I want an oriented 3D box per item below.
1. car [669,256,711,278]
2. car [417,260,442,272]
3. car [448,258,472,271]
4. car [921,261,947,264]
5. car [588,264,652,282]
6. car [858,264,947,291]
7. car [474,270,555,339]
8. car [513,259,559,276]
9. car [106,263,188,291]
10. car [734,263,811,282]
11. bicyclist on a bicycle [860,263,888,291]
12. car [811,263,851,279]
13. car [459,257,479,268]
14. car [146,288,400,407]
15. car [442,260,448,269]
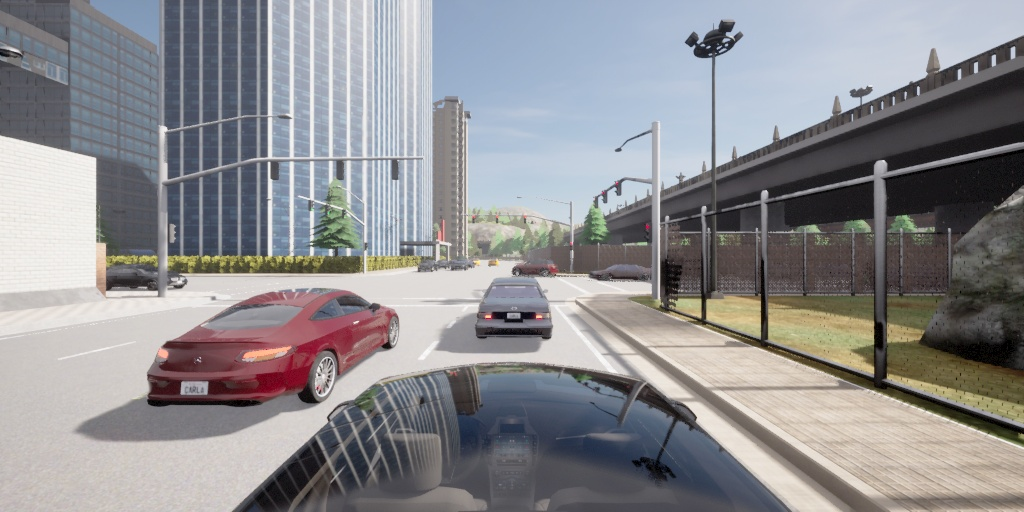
[{"bbox_3d":[15.628,1.025,32.681,5.566,2.045,2.150,0,0,-1],"label":"car"},{"bbox_3d":[-10.680,1.255,45.772,1.837,1.490,4.892,0,0,0],"label":"car"},{"bbox_3d":[-7.180,1.314,49.545,1.994,1.385,4.181,0,0,0],"label":"car"},{"bbox_3d":[34.158,1.311,29.243,4.892,1.490,1.837,0,0,0],"label":"car"},{"bbox_3d":[9.029,1.353,29.153,5.357,1.411,2.033,0,0,0],"label":"car"},{"bbox_3d":[24.905,1.353,22.018,5.357,1.411,2.033,0,0,0],"label":"car"},{"bbox_3d":[0.079,1.297,10.031,2.033,1.411,5.357,0,0,1],"label":"car"},{"bbox_3d":[2.262,1.128,35.463,4.553,1.767,2.097,0,0,33],"label":"car"},{"bbox_3d":[-22.584,1.331,21.840,4.674,1.442,1.812,0,0,0],"label":"car"},{"bbox_3d":[20.812,1.297,29.199,4.902,1.511,2.128,0,0,0],"label":"car"},{"bbox_3d":[18.266,1.106,18.208,0.582,1.620,1.656,0,0,0],"label":"bicyclist on a bicycle"},{"bbox_3d":[29.242,1.353,32.733,5.357,1.411,2.033,0,0,0],"label":"car"},{"bbox_3d":[-7.186,1.297,58.783,2.033,1.411,5.357,0,0,0],"label":"car"},{"bbox_3d":[-3.450,1.276,6.211,1.812,1.442,4.674,0,0,0],"label":"car"},{"bbox_3d":[-10.693,1.276,55.011,1.812,1.442,4.674,0,0,0],"label":"car"}]
